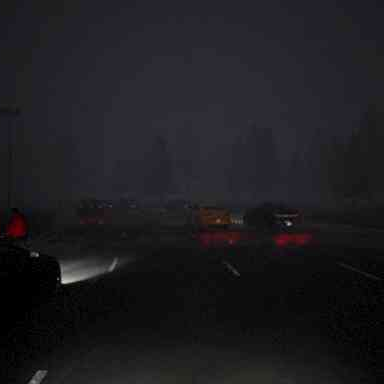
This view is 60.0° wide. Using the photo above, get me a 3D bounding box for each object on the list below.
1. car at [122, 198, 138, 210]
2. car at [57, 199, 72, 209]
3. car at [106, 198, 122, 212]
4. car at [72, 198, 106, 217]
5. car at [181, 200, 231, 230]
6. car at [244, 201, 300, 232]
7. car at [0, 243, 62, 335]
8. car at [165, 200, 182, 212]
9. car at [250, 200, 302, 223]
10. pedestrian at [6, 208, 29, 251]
[{"bbox_3d":[-8.610,1.501,42.415,1.837,1.490,4.892,0,0,-38],"label":"car"},{"bbox_3d":[-16.780,1.597,46.130,4.718,1.301,1.895,0,0,39],"label":"car"},{"bbox_3d":[-10.112,1.560,38.649,1.994,1.385,4.181,0,0,-33],"label":"car"},{"bbox_3d":[-9.820,1.348,31.456,2.097,1.767,4.553,0,0,-23],"label":"car"},{"bbox_3d":[0.909,1.476,21.099,1.882,1.535,5.008,0,0,-13],"label":"car"},{"bbox_3d":[4.690,1.488,20.146,2.128,1.511,4.902,0,0,-12],"label":"car"},{"bbox_3d":[-3.805,1.563,5.807,1.994,1.385,4.181,0,0,-4],"label":"car"},{"bbox_3d":[-1.607,1.560,38.735,1.994,1.385,4.181,0,0,-28],"label":"car"},{"bbox_3d":[6.610,1.475,26.875,1.882,1.535,5.008,0,0,-15],"label":"car"},{"bbox_3d":[-5.267,1.293,10.068,0.375,1.860,0.375,0,0,-7],"label":"pedestrian"}]
